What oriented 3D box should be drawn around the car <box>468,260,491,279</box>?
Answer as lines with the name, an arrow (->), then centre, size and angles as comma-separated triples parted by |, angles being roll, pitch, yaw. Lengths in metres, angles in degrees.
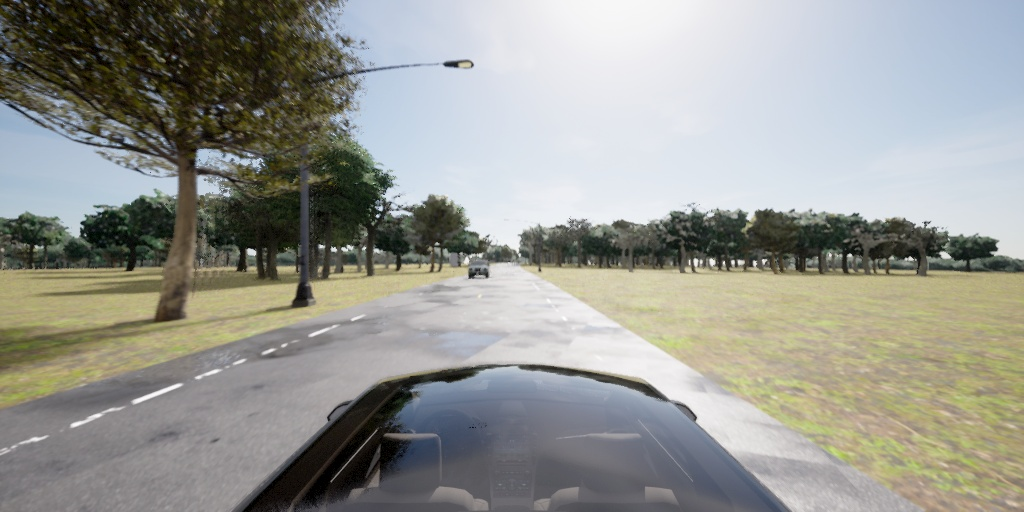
car -> -3.580, 1.451, 40.072 | 2.150, 2.045, 5.566 | 0, -1, 0
